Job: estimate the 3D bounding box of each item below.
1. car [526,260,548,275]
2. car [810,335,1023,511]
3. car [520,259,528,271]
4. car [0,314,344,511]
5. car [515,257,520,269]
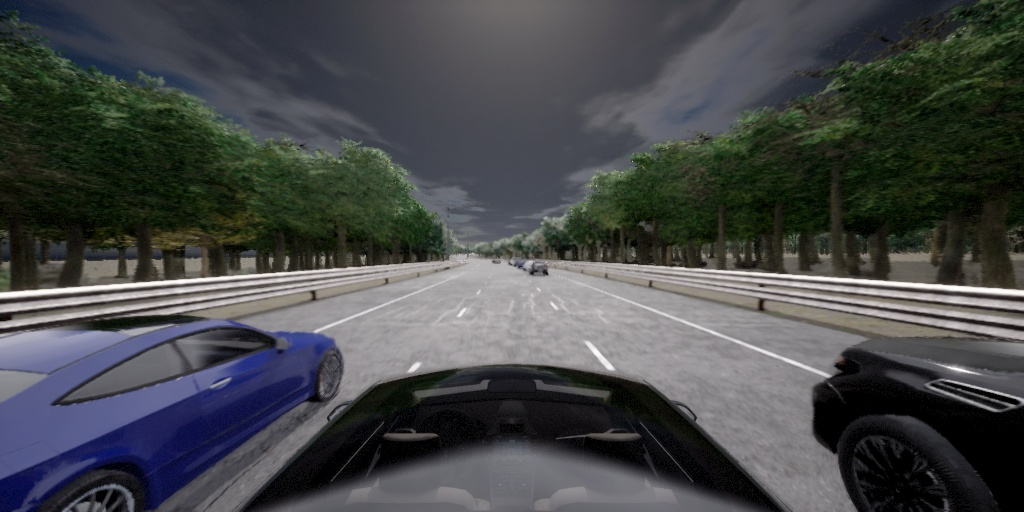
[{"bbox_3d":[2.939,1.361,40.021,1.812,1.442,4.674,0,0,-2],"label":"car"},{"bbox_3d":[3.596,0.965,0.622,2.150,2.045,5.566,0,0,0],"label":"car"},{"bbox_3d":[2.552,1.401,51.094,1.812,1.442,4.674,0,0,-2],"label":"car"},{"bbox_3d":[-3.406,1.285,3.404,1.812,1.442,4.674,0,0,0],"label":"car"},{"bbox_3d":[2.064,1.274,62.134,2.097,1.767,4.553,0,0,-3],"label":"car"}]
